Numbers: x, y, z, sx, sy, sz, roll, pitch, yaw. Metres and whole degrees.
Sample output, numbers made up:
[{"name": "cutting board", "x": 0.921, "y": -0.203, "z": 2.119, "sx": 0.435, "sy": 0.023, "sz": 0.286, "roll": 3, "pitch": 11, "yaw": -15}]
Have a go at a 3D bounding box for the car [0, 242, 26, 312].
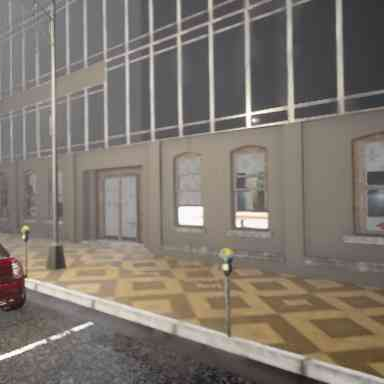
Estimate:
[{"name": "car", "x": -5.092, "y": 1.439, "z": 6.525, "sx": 4.097, "sy": 1.590, "sz": 1.967, "roll": 0, "pitch": -1, "yaw": 36}]
